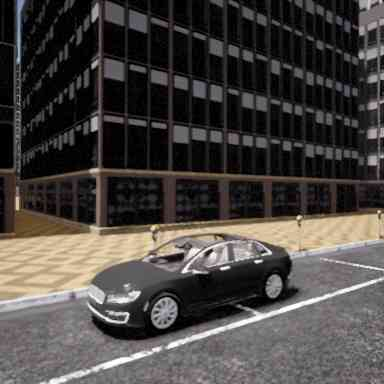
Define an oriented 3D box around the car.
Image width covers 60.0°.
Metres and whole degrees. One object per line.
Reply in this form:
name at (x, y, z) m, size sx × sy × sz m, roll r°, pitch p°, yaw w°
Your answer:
car at (0.186, 1.551, 6.684) m, size 4.403 × 1.369 × 2.008 m, roll 0°, pitch 0°, yaw -35°
